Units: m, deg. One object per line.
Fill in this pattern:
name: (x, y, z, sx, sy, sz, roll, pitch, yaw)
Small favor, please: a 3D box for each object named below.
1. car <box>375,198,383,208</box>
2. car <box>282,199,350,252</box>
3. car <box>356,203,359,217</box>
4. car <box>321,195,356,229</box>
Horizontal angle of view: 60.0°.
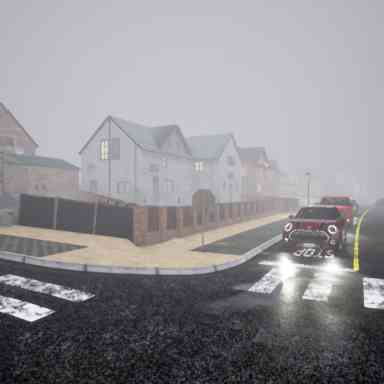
car: (29.546, 1.736, 51.484, 1.882, 1.535, 5.008, 0, 0, 32)
car: (5.305, 1.363, 14.104, 2.097, 1.767, 4.553, 0, 0, 28)
car: (15.397, 1.460, 33.106, 2.097, 1.767, 4.553, 0, 0, 29)
car: (9.744, 1.259, 22.654, 2.150, 2.045, 5.566, 0, 0, 27)
